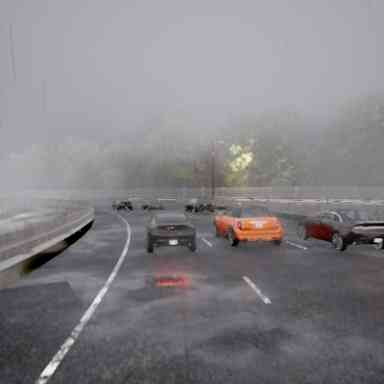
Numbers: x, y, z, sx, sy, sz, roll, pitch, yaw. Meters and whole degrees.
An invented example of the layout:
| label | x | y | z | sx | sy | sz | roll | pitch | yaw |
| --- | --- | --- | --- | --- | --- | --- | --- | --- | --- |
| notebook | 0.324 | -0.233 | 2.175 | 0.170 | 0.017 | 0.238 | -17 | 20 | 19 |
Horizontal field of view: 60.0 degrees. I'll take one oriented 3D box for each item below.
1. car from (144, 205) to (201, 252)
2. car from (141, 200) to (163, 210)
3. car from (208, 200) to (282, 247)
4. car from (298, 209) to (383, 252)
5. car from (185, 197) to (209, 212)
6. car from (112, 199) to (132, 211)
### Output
| label | x | y | z | sx | sy | sz | roll | pitch | yaw |
| --- | --- | --- | --- | --- | --- | --- | --- | --- | --- |
| car | -0.993 | 1.526 | 14.114 | 1.837 | 1.490 | 4.892 | 0 | 0 | -8 |
| car | -5.003 | 1.645 | 41.834 | 1.994 | 1.385 | 4.181 | 0 | 0 | -22 |
| car | 2.354 | 1.346 | 15.248 | 2.097 | 1.767 | 4.553 | -1 | 0 | -8 |
| car | 6.094 | 1.452 | 13.821 | 2.128 | 1.511 | 4.902 | 0 | 0 | -7 |
| car | 0.686 | 1.379 | 36.703 | 2.097 | 1.767 | 4.553 | -1 | 0 | -19 |
| car | -8.848 | 1.619 | 41.990 | 1.837 | 1.490 | 4.892 | 0 | 0 | -24 |
